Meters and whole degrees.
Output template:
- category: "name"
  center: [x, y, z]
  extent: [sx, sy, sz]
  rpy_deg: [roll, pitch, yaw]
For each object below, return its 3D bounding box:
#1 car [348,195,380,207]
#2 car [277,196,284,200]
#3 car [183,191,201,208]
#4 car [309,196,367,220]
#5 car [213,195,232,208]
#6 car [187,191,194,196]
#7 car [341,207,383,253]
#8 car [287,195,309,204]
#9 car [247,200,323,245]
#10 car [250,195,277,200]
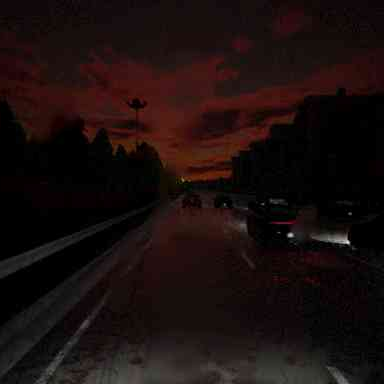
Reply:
- category: "car"
  center: [14.087, 1.030, 28.605]
  extent: [2.097, 1.767, 4.553]
  rpy_deg: [0, 1, 1]
- category: "car"
  center: [10.526, 1.106, 43.644]
  extent: [1.895, 1.301, 4.718]
  rpy_deg: [0, 1, 0]
- category: "car"
  center: [0.008, 0.914, 38.643]
  extent: [2.097, 1.767, 4.553]
  rpy_deg: [0, 1, 0]
- category: "car"
  center: [10.596, 1.246, 24.579]
  extent: [1.812, 1.442, 4.674]
  rpy_deg: [0, 1, 0]
- category: "car"
  center: [3.552, 1.068, 38.689]
  extent: [1.837, 1.490, 4.892]
  rpy_deg: [0, 1, 0]
- category: "car"
  center: [-0.379, 0.473, 94.379]
  extent: [2.033, 1.411, 5.357]
  rpy_deg: [0, 1, 0]
- category: "car"
  center: [7.099, 1.434, 11.334]
  extent: [1.994, 1.385, 4.181]
  rpy_deg: [0, 1, 0]
- category: "car"
  center: [14.028, 1.051, 43.804]
  extent: [2.033, 1.411, 5.357]
  rpy_deg: [0, 1, 0]
- category: "car"
  center: [3.597, 1.326, 14.521]
  extent: [2.128, 1.511, 4.902]
  rpy_deg: [0, 1, 0]
- category: "car"
  center: [7.072, 1.170, 34.757]
  extent: [1.994, 1.385, 4.181]
  rpy_deg: [0, 1, 0]
